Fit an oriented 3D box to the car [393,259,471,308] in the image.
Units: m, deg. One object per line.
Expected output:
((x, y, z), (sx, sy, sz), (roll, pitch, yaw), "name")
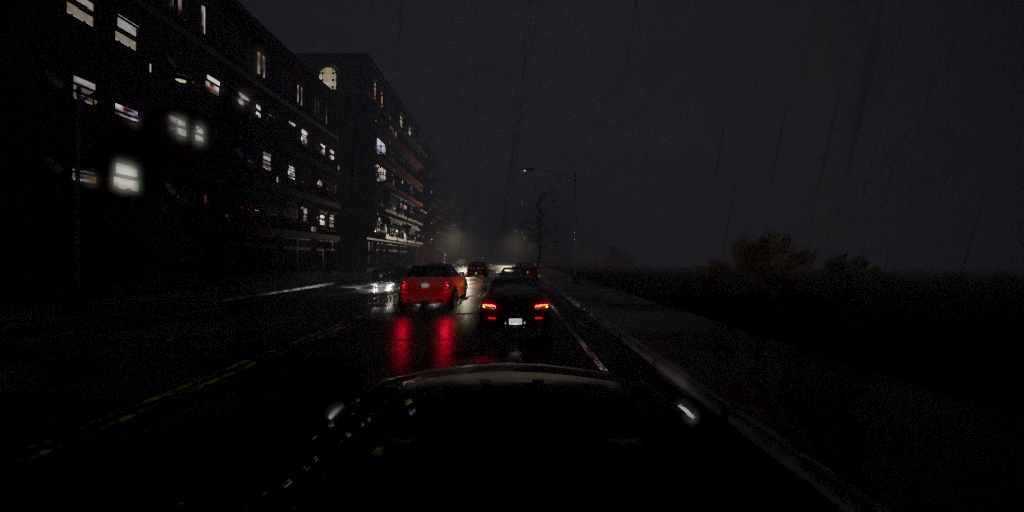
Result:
((-3.186, 1.105, 15.247), (2.097, 1.767, 4.553), (0, 0, 0), "car")

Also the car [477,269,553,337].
((0.070, 1.277, 10.183), (1.812, 1.442, 4.674), (0, 0, 0), "car")

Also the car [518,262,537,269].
((1.065, 1.232, 29.878), (1.882, 1.535, 5.008), (0, 0, 0), "car")

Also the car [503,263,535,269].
((0.053, 1.317, 20.350), (1.994, 1.385, 4.181), (0, 0, 0), "car")

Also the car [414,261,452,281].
((-6.676, 1.245, 30.843), (2.128, 1.511, 4.902), (0, 0, 0), "car")

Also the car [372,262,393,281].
((-9.922, 1.245, 29.613), (2.128, 1.511, 4.902), (0, 0, 0), "car")

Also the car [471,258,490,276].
((-3.234, 1.260, 34.599), (1.837, 1.490, 4.892), (0, 0, 0), "car")
